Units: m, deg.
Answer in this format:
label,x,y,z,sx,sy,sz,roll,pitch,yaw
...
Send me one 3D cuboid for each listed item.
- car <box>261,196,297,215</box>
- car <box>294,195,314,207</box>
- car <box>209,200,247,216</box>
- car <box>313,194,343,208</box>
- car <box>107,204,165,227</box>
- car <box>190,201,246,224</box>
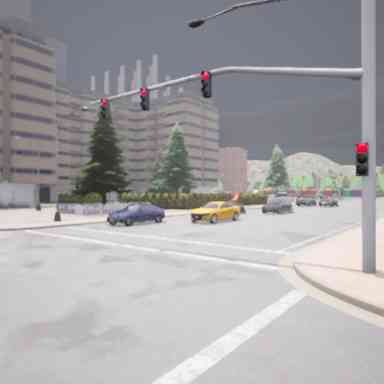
label,x,y,z,sx,sy,sz,roll,pitch,yaw
car,8.905,1.518,34.547,1.837,1.490,4.892,0,0,37
car,18.028,1.557,52.163,2.033,1.411,5.357,0,0,38
car,3.689,1.587,33.476,1.994,1.385,4.181,0,0,37
car,20.214,1.494,49.272,2.128,1.511,4.902,0,0,38
car,-3.835,1.559,23.558,1.812,1.442,4.674,0,0,37
car,1.830,1.499,25.257,1.882,1.535,5.008,0,0,37
